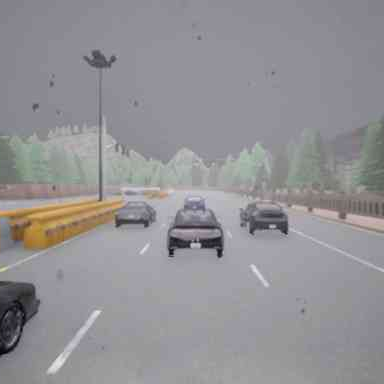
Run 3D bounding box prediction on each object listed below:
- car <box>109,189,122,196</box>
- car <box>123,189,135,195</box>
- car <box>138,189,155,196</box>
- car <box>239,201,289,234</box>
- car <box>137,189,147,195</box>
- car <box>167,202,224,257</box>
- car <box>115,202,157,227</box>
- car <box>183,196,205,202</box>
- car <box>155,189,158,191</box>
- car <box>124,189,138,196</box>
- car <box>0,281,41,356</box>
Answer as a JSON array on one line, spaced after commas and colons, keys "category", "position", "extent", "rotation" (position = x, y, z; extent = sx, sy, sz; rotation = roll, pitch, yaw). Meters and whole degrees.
[{"category": "car", "position": [-17.132, 0.018, 74.588], "extent": [2.097, 1.767, 4.553], "rotation": [0, 1, 0]}, {"category": "car", "position": [-17.043, -0.095, 90.129], "extent": [2.033, 1.411, 5.357], "rotation": [0, 1, 0]}, {"category": "car", "position": [-10.134, 0.170, 74.204], "extent": [1.837, 1.490, 4.892], "rotation": [0, 1, 0]}, {"category": "car", "position": [3.645, 1.261, 17.407], "extent": [1.837, 1.490, 4.892], "rotation": [0, 1, 0]}, {"category": "car", "position": [-13.544, -0.035, 89.902], "extent": [1.895, 1.301, 4.718], "rotation": [0, 1, 0]}, {"category": "car", "position": [0.122, 1.344, 12.375], "extent": [2.128, 1.511, 4.902], "rotation": [0, 1, 0]}, {"category": "car", "position": [-3.339, 1.265, 20.318], "extent": [1.994, 1.385, 4.181], "rotation": [0, 1, 0]}, {"category": "car", "position": [0.214, 1.047, 29.695], "extent": [1.812, 1.442, 4.674], "rotation": [0, 1, 0]}, {"category": "car", "position": [-10.044, -0.105, 89.911], "extent": [2.128, 1.511, 4.902], "rotation": [0, 1, 0]}, {"category": "car", "position": [-13.634, 0.266, 74.196], "extent": [1.895, 1.301, 4.718], "rotation": [0, 1, 0]}, {"category": "car", "position": [-3.398, 1.551, 2.975], "extent": [2.033, 1.411, 5.357], "rotation": [0, 0, 0]}]
